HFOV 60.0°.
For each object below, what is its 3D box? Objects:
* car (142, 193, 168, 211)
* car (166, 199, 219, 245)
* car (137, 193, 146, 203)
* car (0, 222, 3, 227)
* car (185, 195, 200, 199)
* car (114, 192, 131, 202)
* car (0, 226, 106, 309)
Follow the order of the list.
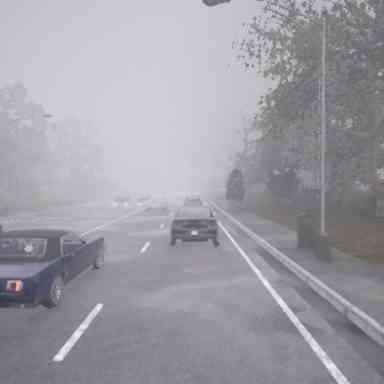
[{"bbox_3d":[-3.424,1.103,32.898,1.812,1.442,4.674,0,1,0],"label":"car"},{"bbox_3d":[0.088,1.292,14.508,1.882,1.535,5.008,0,1,0],"label":"car"},{"bbox_3d":[-7.089,0.847,50.389,2.033,1.411,5.357,0,1,1],"label":"car"},{"bbox_3d":[-7.105,1.363,8.890,1.882,1.535,5.008,0,1,0],"label":"car"},{"bbox_3d":[0.075,1.075,32.572,2.128,1.511,4.902,0,1,0],"label":"car"},{"bbox_3d":[-10.590,0.766,51.024,1.882,1.535,5.008,0,1,0],"label":"car"},{"bbox_3d":[-3.414,1.503,7.573,1.895,1.301,4.718,0,1,0],"label":"car"}]
